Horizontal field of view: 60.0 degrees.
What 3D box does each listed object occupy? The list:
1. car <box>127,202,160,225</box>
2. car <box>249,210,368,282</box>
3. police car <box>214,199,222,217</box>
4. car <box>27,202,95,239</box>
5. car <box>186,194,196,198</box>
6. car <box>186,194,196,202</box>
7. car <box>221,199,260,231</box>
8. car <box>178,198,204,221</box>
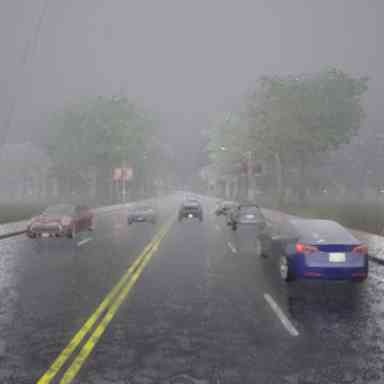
[{"bbox_3d":[-3.375,1.503,23.851,1.837,1.490,4.892,0,0,0],"label":"car"},{"bbox_3d":[3.248,1.503,9.781,2.163,1.488,4.792,0,0,0],"label":"car"},{"bbox_3d":[3.206,1.501,31.763,2.038,1.542,4.974,0,0,0],"label":"police car"},{"bbox_3d":[-6.613,1.351,17.227,2.097,1.767,4.553,0,0,0],"label":"car"},{"bbox_3d":[-0.066,1.518,56.402,1.812,1.442,4.674,0,0,0],"label":"car"},{"bbox_3d":[-0.267,1.337,74.517,2.097,1.767,4.553,0,0,0],"label":"car"},{"bbox_3d":[3.233,1.429,20.757,2.033,1.649,4.856,0,0,0],"label":"car"},{"bbox_3d":[-0.089,1.503,27.265,1.837,1.490,4.892,0,0,0],"label":"car"}]
